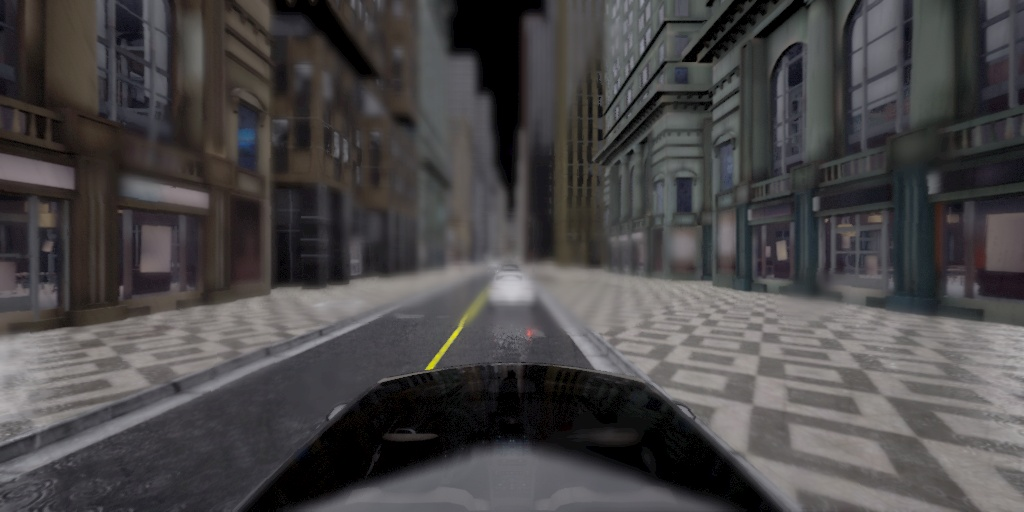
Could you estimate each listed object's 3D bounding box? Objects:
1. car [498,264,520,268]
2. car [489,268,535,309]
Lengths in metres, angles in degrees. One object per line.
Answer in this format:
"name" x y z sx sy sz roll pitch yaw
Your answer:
"car" 0.014 1.548 30.343 1.837 1.490 4.892 0 0 0
"car" 0.022 1.416 15.749 1.812 1.442 4.674 0 0 0
